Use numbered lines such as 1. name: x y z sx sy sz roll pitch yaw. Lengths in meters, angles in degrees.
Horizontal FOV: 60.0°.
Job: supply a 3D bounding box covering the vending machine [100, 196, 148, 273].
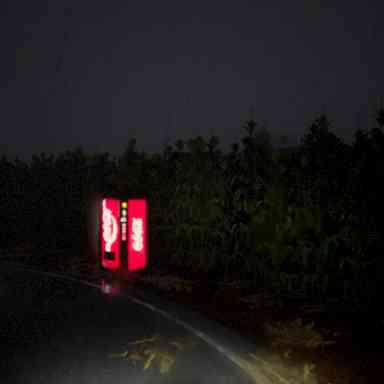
1. vending machine: -2.018 1.182 9.925 0.880 2.100 1.100 0 0 35
